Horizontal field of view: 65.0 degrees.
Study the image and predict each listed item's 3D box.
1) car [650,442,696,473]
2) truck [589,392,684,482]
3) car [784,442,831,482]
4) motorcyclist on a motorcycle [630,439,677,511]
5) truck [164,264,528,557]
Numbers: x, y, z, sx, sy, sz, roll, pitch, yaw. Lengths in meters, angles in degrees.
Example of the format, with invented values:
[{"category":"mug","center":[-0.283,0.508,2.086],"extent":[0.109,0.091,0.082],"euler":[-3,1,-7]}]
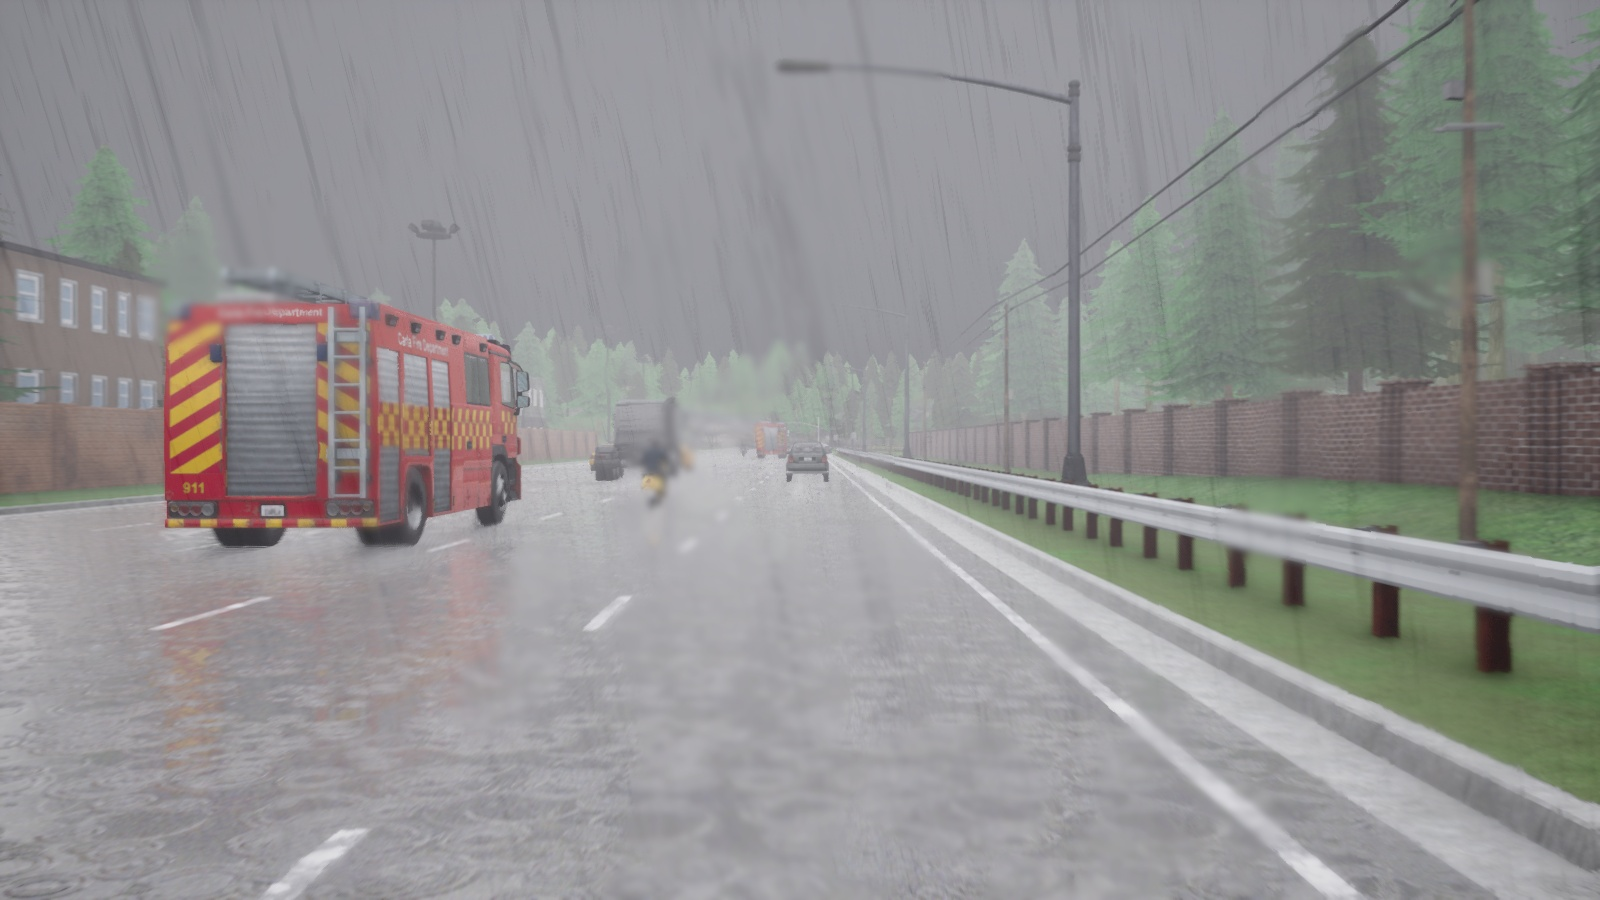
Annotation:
[{"category":"car","center":[-6.611,0.352,65.764],"extent":[1.882,1.535,5.008],"euler":[0,0,0]},{"category":"truck","center":[-6.687,-0.533,52.382],"extent":[2.891,3.462,7.936],"euler":[0,0,0]},{"category":"car","center":[0.301,0.444,50.378],"extent":[1.789,1.549,3.705],"euler":[0,0,0]},{"category":"motorcyclist on a motorcycle","center":[-3.322,0.538,28.625],"extent":[0.866,1.590,1.817],"euler":[0,0,0]},{"category":"truck","center":[-6.866,-0.539,20.680],"extent":[2.891,3.827,8.468],"euler":[0,0,0]}]
